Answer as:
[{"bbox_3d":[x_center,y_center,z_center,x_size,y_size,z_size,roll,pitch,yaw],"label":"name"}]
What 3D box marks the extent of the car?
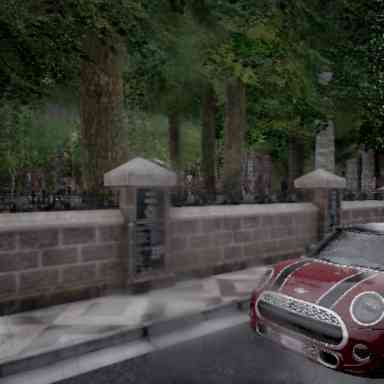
[{"bbox_3d":[3.107,1.348,5.587,4.553,1.767,2.097,0,0,-35],"label":"car"}]
